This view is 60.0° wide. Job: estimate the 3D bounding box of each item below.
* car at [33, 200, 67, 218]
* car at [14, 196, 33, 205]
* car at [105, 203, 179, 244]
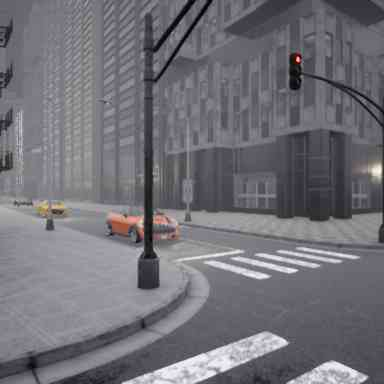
[{"bbox_3d":[-13.109,1.510,31.035,1.882,1.535,5.008,0,0,-35],"label":"car"},{"bbox_3d":[-22.574,1.254,44.509,1.882,1.535,5.008,0,0,-35],"label":"car"},{"bbox_3d":[-2.514,1.362,16.121,2.097,1.767,4.553,0,0,-35],"label":"car"}]
